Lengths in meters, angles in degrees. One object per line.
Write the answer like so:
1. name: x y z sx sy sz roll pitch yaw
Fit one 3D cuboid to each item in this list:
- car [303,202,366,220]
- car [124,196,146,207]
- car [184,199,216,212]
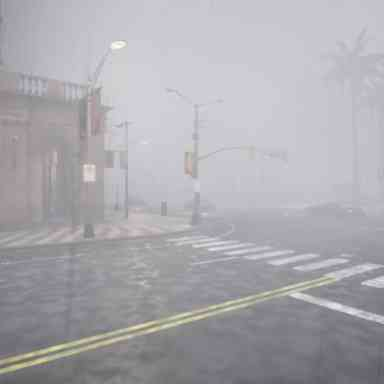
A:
1. car: 11.956 1.525 28.304 2.033 1.411 5.357 0 0 -24
2. car: -8.922 1.484 51.963 1.837 1.490 4.892 0 0 -36
3. car: 0.805 1.506 38.407 1.812 1.442 4.674 0 0 -36
